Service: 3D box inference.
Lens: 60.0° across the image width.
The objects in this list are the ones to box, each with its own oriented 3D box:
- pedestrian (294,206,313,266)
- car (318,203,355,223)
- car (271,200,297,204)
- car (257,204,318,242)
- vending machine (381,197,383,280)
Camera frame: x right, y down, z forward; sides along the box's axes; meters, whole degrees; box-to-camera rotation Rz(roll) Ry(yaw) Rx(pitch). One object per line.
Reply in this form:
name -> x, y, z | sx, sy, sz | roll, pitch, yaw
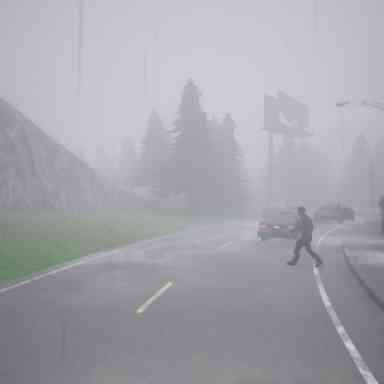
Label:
pedestrian -> 3.280, 1.276, 9.804 | 0.375, 1.860, 0.375 | 0, 0, 18
car -> 10.899, 1.518, 25.317 | 1.994, 1.385, 4.181 | 0, 0, 40
car -> 7.276, 1.428, 26.897 | 1.882, 1.535, 5.008 | 0, 0, 39
car -> 4.635, 1.518, 16.125 | 2.033, 1.411, 5.357 | 0, 0, 26
vending machine -> 5.320, 1.181, 8.061 | 1.100, 2.100, 0.880 | 0, 0, 17
